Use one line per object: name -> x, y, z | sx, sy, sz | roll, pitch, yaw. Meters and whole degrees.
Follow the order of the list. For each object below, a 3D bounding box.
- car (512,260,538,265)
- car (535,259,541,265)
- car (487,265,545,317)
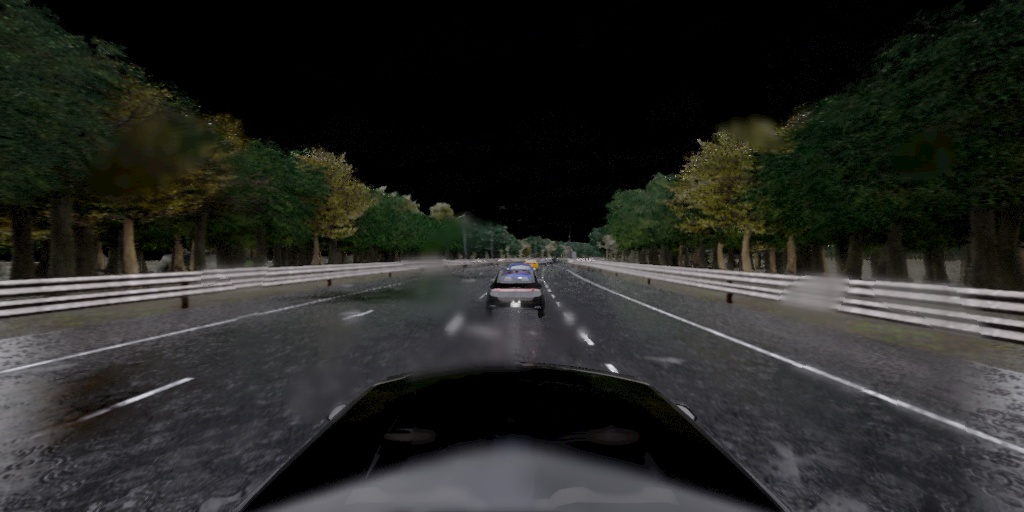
car -> 0.632, 1.253, 24.992 | 1.882, 1.535, 5.008 | 0, 0, 3
car -> 2.847, 1.271, 52.409 | 1.882, 1.535, 5.008 | 0, 0, 6
car -> 0.171, 1.245, 13.129 | 2.128, 1.511, 4.902 | 0, 0, 2
